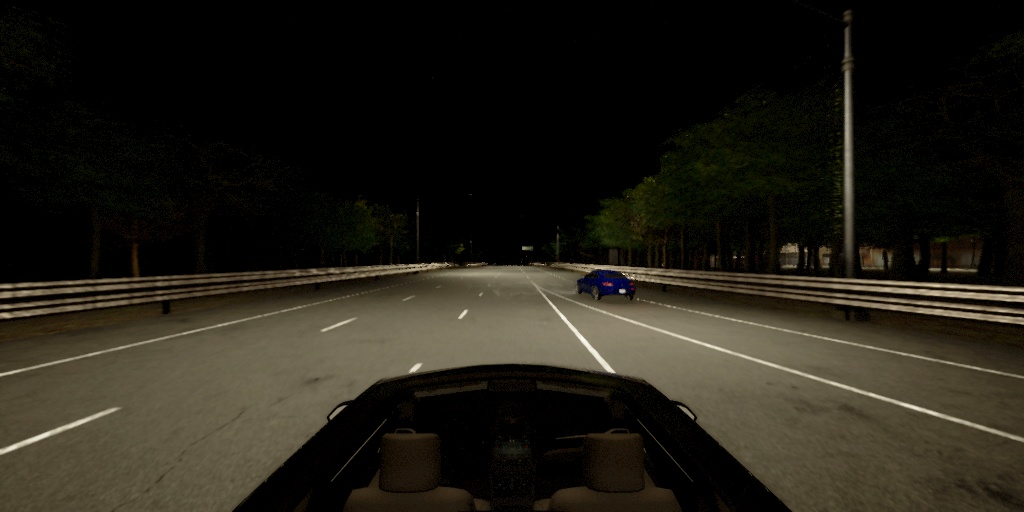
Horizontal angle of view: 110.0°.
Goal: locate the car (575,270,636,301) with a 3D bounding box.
[{"bbox_3d":[4.712,1.440,18.501,1.812,1.442,4.674,0,0,-7],"label":"car"}]
